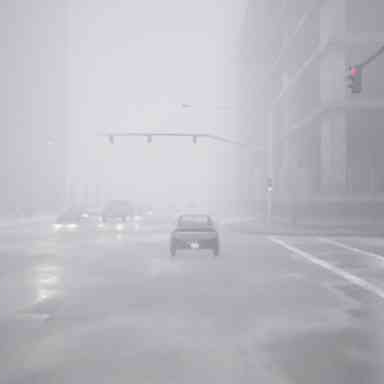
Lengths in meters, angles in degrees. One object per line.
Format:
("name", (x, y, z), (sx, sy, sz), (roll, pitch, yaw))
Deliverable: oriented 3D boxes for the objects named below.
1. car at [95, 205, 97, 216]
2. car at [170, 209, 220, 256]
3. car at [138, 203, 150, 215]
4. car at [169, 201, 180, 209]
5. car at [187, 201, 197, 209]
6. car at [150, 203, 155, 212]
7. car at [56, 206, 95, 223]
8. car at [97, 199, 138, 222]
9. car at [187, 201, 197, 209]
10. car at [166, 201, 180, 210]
("car", (-10.580, 2.136, 38.639), (1.812, 1.442, 4.674), (0, -1, 0))
("car", (0.102, 1.690, 13.984), (2.128, 1.511, 4.902), (0, -1, 0))
("car", (-7.068, 2.163, 42.552), (2.128, 1.511, 4.902), (0, -1, 0))
("car", (-3.491, 2.606, 68.372), (2.033, 1.411, 5.357), (0, -1, 0))
("car", (0.009, 2.542, 68.372), (1.882, 1.535, 5.008), (0, -1, 0))
("car", (-6.993, 2.383, 53.115), (2.033, 1.411, 5.357), (0, -1, 0))
("car", (-10.593, 2.041, 29.995), (1.994, 1.385, 4.181), (0, -1, 0))
("car", (-7.082, 1.735, 32.344), (2.150, 2.045, 5.566), (0, -1, 1))
("car", (0.008, 2.532, 59.326), (1.895, 1.301, 4.718), (0, -1, 0))
("car", (-3.492, 2.426, 58.671), (1.837, 1.490, 4.892), (0, -1, 0))
